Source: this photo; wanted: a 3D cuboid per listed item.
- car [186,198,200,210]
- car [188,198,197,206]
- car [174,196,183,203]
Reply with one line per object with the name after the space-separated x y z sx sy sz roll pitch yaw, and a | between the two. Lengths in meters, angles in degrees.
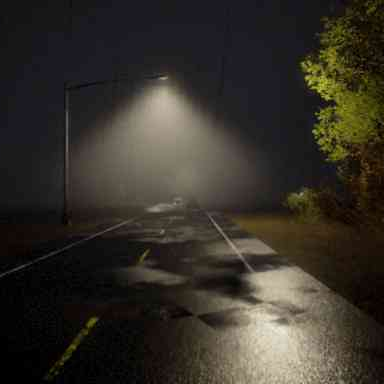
0.114 1.858 48.966 1.994 1.385 4.181 0 0 0 | car
0.106 1.927 66.613 1.812 1.442 4.674 0 0 0 | car
-3.476 1.861 83.861 2.097 1.767 4.553 0 0 0 | car
